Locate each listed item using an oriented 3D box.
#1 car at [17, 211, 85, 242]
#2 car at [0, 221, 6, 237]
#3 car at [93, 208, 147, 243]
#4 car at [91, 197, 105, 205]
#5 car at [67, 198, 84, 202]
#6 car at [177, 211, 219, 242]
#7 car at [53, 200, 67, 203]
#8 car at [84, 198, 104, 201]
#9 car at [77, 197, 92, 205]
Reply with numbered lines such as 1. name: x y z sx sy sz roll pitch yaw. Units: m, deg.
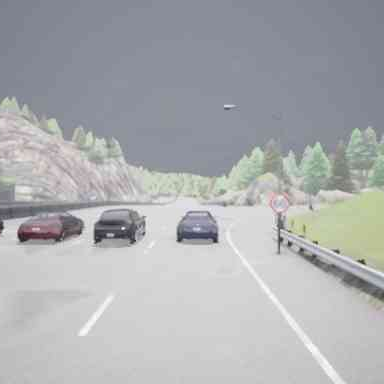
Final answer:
1. car: -6.917 1.640 16.756 1.994 1.385 4.181 0 0 0
2. car: -10.415 1.666 14.812 1.895 1.301 4.718 0 0 0
3. car: -3.418 1.577 16.367 1.837 1.490 4.892 0 0 0
4. car: -24.576 2.508 87.242 2.150 2.045 5.566 0 -2 0
5. car: -24.563 2.233 71.431 1.994 1.385 4.181 0 -2 0
6. car: 0.353 1.635 16.851 1.994 1.385 4.181 0 0 4
7. car: -28.063 2.275 71.397 1.895 1.301 4.718 0 -2 0
8. car: -21.063 2.233 71.434 1.994 1.385 4.181 0 -2 0
9. car: -28.076 2.508 87.238 2.150 2.045 5.566 0 -2 0
